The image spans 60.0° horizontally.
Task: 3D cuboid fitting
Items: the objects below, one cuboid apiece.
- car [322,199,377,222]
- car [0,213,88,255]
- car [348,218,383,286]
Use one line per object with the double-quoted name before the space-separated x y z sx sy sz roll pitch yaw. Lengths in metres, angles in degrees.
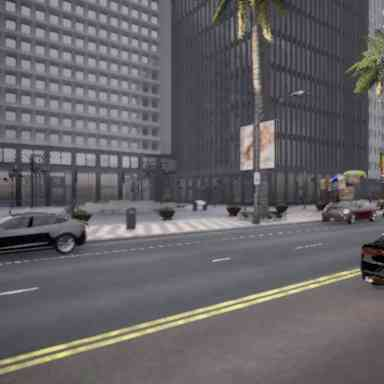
"car" 11.653 1.328 24.606 4.553 1.767 2.185 0 0 -36
"car" -6.246 1.512 11.932 4.786 1.482 2.161 0 0 -36
"car" 6.136 1.467 8.144 5.008 1.535 1.882 0 0 -35
